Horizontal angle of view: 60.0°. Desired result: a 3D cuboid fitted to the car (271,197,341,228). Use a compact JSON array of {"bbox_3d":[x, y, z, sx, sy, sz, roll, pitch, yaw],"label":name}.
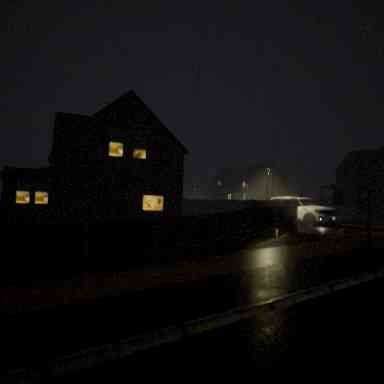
[{"bbox_3d":[7.674,1.362,23.521,2.150,2.045,5.566,3,-2,-29],"label":"car"}]
